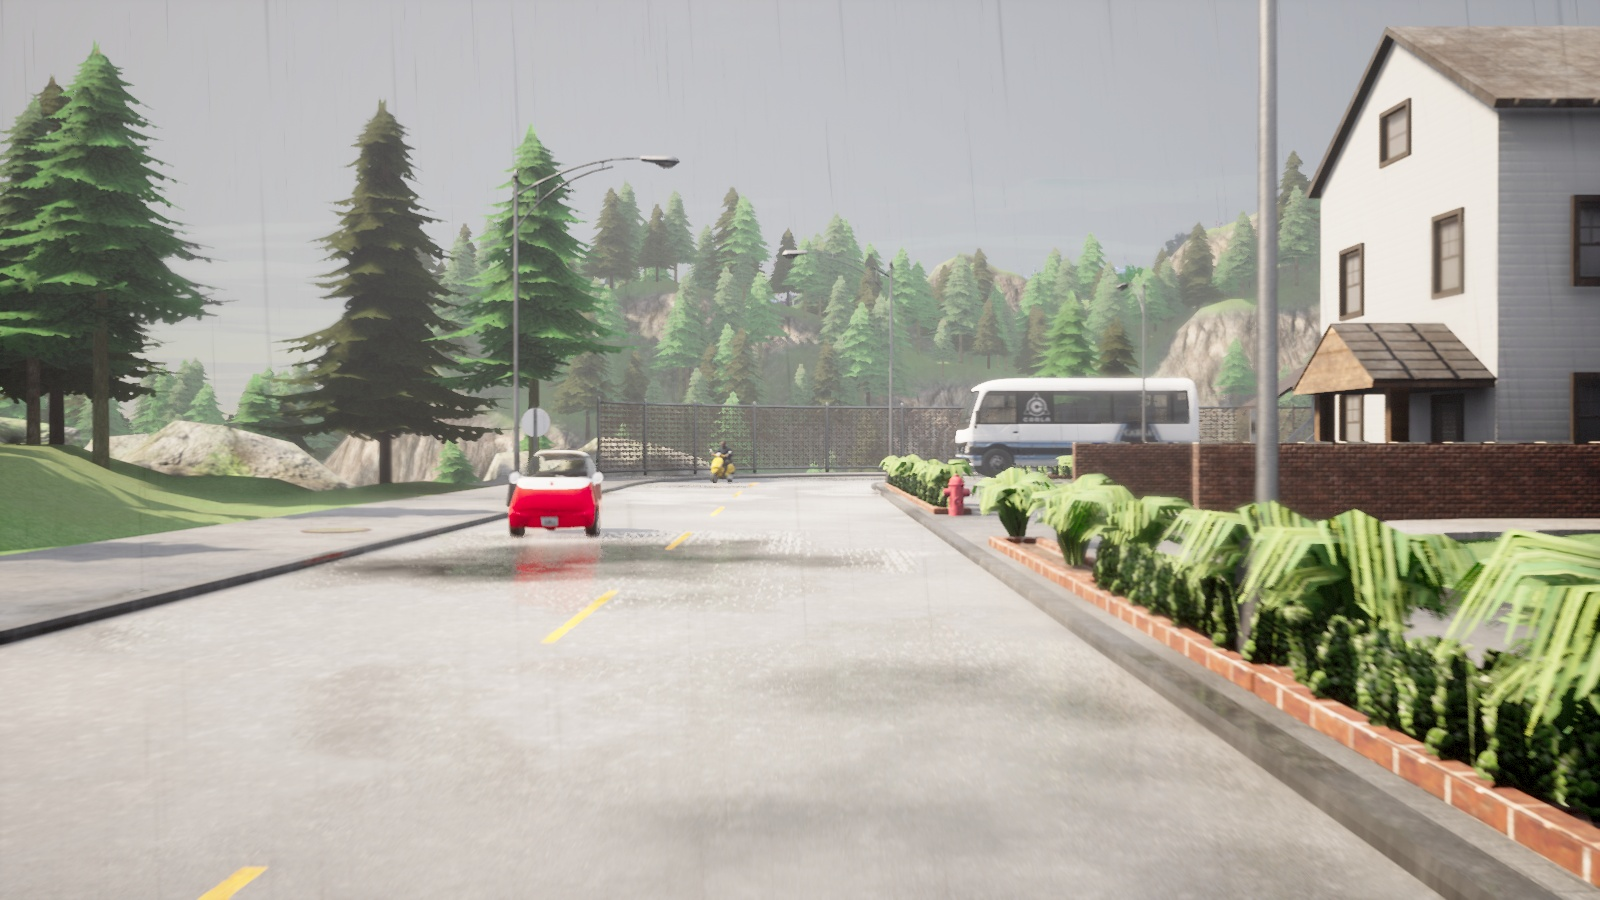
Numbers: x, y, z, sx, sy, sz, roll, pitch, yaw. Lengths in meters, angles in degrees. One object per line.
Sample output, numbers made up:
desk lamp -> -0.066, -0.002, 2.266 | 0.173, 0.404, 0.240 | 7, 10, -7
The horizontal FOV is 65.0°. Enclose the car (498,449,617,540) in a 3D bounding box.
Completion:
car -> -3.869, 0.683, 20.281 | 1.481, 1.376, 2.207 | 0, 0, 0

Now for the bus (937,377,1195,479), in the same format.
bus -> 11.221, -0.925, 54.004 | 10.273, 4.253, 3.944 | 0, 0, 0

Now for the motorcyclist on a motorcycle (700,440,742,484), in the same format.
motorcyclist on a motorcycle -> -2.915, 0.437, 46.523 | 0.866, 1.590, 1.817 | 2, 1, 21
